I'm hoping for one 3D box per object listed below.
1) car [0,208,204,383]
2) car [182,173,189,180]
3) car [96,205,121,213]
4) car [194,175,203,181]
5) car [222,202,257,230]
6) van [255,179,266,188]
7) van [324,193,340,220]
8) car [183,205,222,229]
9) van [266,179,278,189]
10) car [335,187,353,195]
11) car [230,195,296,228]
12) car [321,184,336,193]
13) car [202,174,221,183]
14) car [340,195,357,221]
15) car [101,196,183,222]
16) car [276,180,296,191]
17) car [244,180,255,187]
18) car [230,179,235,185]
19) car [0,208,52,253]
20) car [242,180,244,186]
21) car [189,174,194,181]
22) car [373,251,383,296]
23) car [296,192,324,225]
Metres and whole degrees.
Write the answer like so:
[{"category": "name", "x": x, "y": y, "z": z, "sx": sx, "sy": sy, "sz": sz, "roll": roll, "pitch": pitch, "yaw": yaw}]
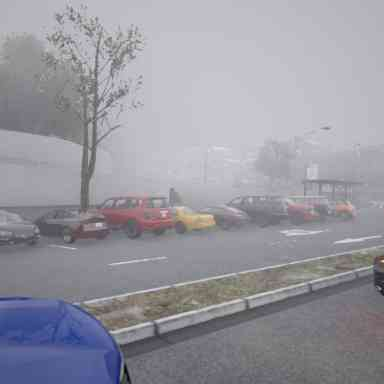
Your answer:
[{"category": "car", "x": -2.841, "y": 1.221, "z": 1.110, "sx": 5.566, "sy": 2.045, "sz": 2.150, "roll": 0, "pitch": 0, "yaw": -35}, {"category": "car", "x": 0.282, "y": -4.084, "z": 93.410, "sx": 2.185, "sy": 1.767, "sz": 4.553, "roll": 4, "pitch": 1, "yaw": 34}, {"category": "car", "x": -6.012, "y": 1.524, "z": 15.936, "sx": 4.792, "sy": 1.488, "sz": 2.163, "roll": -1, "pitch": -1, "yaw": 35}, {"category": "car", "x": 3.796, "y": -3.698, "z": 88.466, "sx": 2.435, "sy": 2.045, "sz": 5.566, "roll": 7, "pitch": 3, "yaw": 34}, {"category": "car", "x": 1.370, "y": 1.549, "z": 21.121, "sx": 4.674, "sy": 1.452, "sz": 2.002, "roll": -1, "pitch": -1, "yaw": 35}, {"category": "van", "x": 15.864, "y": -1.763, "z": 71.158, "sx": 1.878, "sy": 1.987, "sz": 4.442, "roll": 7, "pitch": 4, "yaw": 35}, {"category": "van", "x": 8.860, "y": 1.297, "z": 26.237, "sx": 4.442, "sy": 1.987, "sz": 1.878, "roll": -1, "pitch": -1, "yaw": 35}, {"category": "car", "x": -1.240, "y": 1.503, "z": 19.499, "sx": 5.366, "sy": 1.575, "sz": 1.946, "roll": -1, "pitch": -1, "yaw": 35}, {"category": "van", "x": 17.588, "y": -1.490, "z": 68.683, "sx": 1.878, "sy": 1.987, "sz": 4.442, "roll": 7, "pitch": 4, "yaw": 35}, {"category": "car", "x": 26.223, "y": 0.137, "z": 56.444, "sx": 2.002, "sy": 1.452, "sz": 4.674, "roll": 7, "pitch": 3, "yaw": 35}, {"category": "car", "x": 3.801, "y": 1.263, "z": 22.873, "sx": 5.566, "sy": 2.045, "sz": 2.435, "roll": -1, "pitch": -1, "yaw": 35}, {"category": "car", "x": 24.538, "y": -0.425, "z": 58.920, "sx": 2.435, "sy": 2.045, "sz": 5.566, "roll": 7, "pitch": 3, "yaw": 35}, {"category": "car", "x": 5.642, "y": -3.175, "z": 86.203, "sx": 1.946, "sy": 1.575, "sz": 5.366, "roll": 7, "pitch": 3, "yaw": 34}, {"category": "car", "x": 11.273, "y": 1.404, "z": 27.983, "sx": 4.553, "sy": 1.767, "sz": 2.185, "roll": -1, "pitch": -1, "yaw": 35}, {"category": "car", "x": -3.563, "y": 1.248, "z": 17.676, "sx": 5.566, "sy": 2.045, "sz": 2.435, "roll": -1, "pitch": -1, "yaw": 35}, {"category": "car", "x": 19.343, "y": -0.991, "z": 66.317, "sx": 2.231, "sy": 1.521, "sz": 4.892, "roll": 7, "pitch": 3, "yaw": 35}, {"category": "car", "x": 14.296, "y": -1.811, "z": 73.892, "sx": 1.946, "sy": 1.575, "sz": 5.366, "roll": 7, "pitch": 3, "yaw": 35}, {"category": "car", "x": 10.732, "y": -2.316, "z": 78.682, "sx": 2.002, "sy": 1.452, "sz": 4.674, "roll": 7, "pitch": 3, "yaw": 35}, {"category": "car", "x": -8.435, "y": 1.493, "z": 14.195, "sx": 4.892, "sy": 1.521, "sz": 2.231, "roll": -1, "pitch": -1, "yaw": 35}, {"category": "car", "x": 12.469, "y": -2.043, "z": 76.217, "sx": 2.002, "sy": 1.452, "sz": 4.674, "roll": 7, "pitch": 4, "yaw": 35}, {"category": "car", "x": 2.007, "y": -3.849, "z": 90.936, "sx": 2.185, "sy": 1.767, "sz": 4.553, "roll": 6, "pitch": 3, "yaw": 34}, {"category": "car", "x": 5.853, "y": 1.515, "z": 7.278, "sx": 4.892, "sy": 1.490, "sz": 1.837, "roll": 0, "pitch": 0, "yaw": -35}, {"category": "car", "x": 6.318, "y": 1.267, "z": 24.573, "sx": 5.566, "sy": 2.045, "sz": 2.435, "roll": -1, "pitch": -1, "yaw": 35}]
